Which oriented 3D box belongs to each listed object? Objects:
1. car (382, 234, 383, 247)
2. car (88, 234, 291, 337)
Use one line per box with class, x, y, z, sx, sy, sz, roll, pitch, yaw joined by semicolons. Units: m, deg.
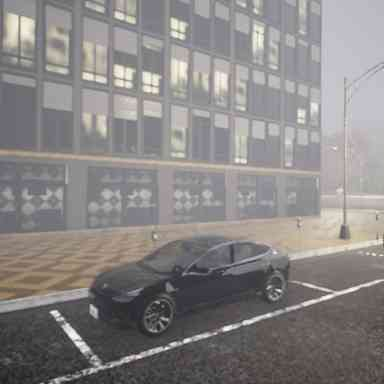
car;9.409;1.617;13.367;4.313;1.339;1.947;0;0;-36
car;0.177;1.583;6.684;4.313;1.339;1.947;0;0;-36
